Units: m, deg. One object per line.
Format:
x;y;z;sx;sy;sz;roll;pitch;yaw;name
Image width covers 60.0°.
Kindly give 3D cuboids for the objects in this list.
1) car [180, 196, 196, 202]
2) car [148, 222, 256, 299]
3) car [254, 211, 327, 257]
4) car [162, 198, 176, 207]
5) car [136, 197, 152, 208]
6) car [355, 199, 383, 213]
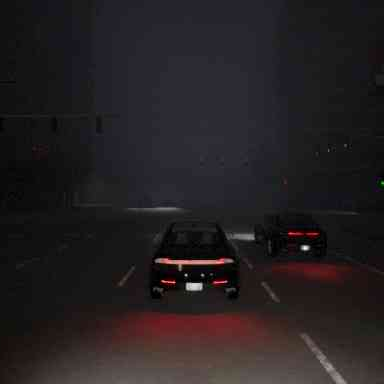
-1.018;1.559;73.312;1.895;1.301;4.718;0;0;-27;car
0.066;1.491;8.413;2.128;1.511;4.902;0;0;1;car
3.616;1.503;12.880;1.837;1.490;4.892;0;0;1;car
-3.494;1.595;51.363;1.895;1.301;4.718;0;0;1;car
-7.010;1.500;48.730;1.837;1.490;4.892;0;0;0;car
20.000;1.522;35.678;4.674;1.442;1.812;0;0;0;car
